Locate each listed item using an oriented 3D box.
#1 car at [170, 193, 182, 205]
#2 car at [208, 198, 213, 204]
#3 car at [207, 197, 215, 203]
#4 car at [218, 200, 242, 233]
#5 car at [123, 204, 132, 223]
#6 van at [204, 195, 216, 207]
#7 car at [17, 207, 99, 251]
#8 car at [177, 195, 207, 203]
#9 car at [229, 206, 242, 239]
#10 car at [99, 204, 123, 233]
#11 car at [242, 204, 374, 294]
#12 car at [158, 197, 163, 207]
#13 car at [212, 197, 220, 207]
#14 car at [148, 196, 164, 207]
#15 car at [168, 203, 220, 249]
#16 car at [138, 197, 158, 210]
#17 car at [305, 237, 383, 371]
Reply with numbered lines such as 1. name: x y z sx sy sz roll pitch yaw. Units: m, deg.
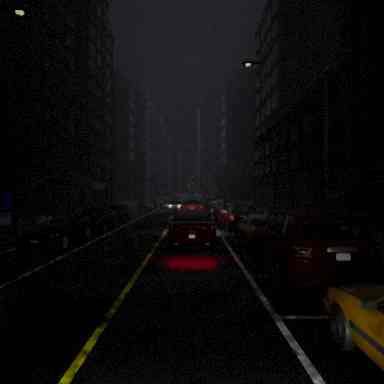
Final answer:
1. car: -3.000 1.510 60.649 1.882 1.535 5.008 0 0 0
2. car: 2.859 1.548 30.763 2.008 1.369 4.403 0 0 0
3. car: 2.859 1.548 36.286 2.008 1.369 4.403 0 0 0
4. car: 2.858 1.437 19.715 1.967 1.590 4.097 0 0 0
5. car: -5.667 1.563 25.226 1.947 1.339 4.313 0 0 0
6. van: 2.859 1.338 52.857 1.690 1.788 3.998 0 0 0
7. car: -5.667 1.541 14.176 1.887 1.381 4.507 0 0 0
8. car: 0.000 1.364 29.619 2.097 1.767 4.553 0 0 0
9. car: 2.858 1.522 14.362 1.752 1.417 4.829 0 0 0
10. car: -5.668 1.563 19.701 1.947 1.339 4.313 0 0 0
11. car: 2.859 1.312 8.668 2.192 1.841 5.009 0 0 0
12. car: -5.667 1.563 47.327 1.947 1.339 4.313 0 0 0
13. car: 2.858 1.437 25.239 1.967 1.590 4.097 0 0 0
14. car: -5.667 1.437 52.852 1.967 1.590 4.097 0 0 0
15. car: 0.000 1.483 14.649 1.882 1.535 5.008 0 0 0
16. car: -5.667 1.579 41.802 1.802 1.307 4.206 0 0 0
17. car: 2.859 1.522 3.315 1.752 1.417 4.829 0 0 0
